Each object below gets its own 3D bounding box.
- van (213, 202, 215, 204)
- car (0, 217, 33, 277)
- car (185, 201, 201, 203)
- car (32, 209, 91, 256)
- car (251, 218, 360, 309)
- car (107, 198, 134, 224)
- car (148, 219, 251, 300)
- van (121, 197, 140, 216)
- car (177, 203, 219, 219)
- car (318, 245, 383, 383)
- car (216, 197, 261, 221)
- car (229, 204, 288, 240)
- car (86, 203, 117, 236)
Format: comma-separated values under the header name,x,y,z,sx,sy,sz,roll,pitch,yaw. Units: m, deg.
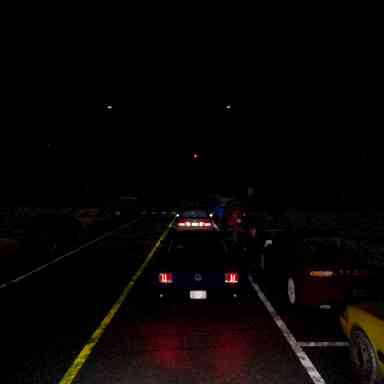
name,x,y,z,sx,sy,sz,roll,pitch,yaw
van,2.822,1.346,29.500,1.690,1.788,3.998,0,0,0
car,-5.750,1.526,7.598,1.752,1.417,4.829,0,0,0
car,0.055,1.482,27.758,1.882,1.535,5.008,0,0,0
car,-5.738,1.567,13.205,1.947,1.339,4.313,0,0,0
car,2.776,1.545,7.750,1.887,1.381,4.507,0,0,0
car,-5.715,1.444,24.080,1.967,1.590,4.097,0,0,0
car,0.118,1.601,8.340,1.895,1.301,4.718,0,0,0
van,-5.704,1.346,29.518,1.690,1.788,3.998,0,0,0
car,0.134,1.549,17.930,2.033,1.411,5.357,0,0,0
car,2.765,1.525,2.482,1.752,1.417,4.829,0,0,0
car,2.799,1.317,18.625,2.192,1.841,5.009,0,0,0
car,2.787,1.441,13.187,1.967,1.590,4.097,0,0,0
car,-5.727,1.527,18.473,1.752,1.417,4.829,0,0,0
